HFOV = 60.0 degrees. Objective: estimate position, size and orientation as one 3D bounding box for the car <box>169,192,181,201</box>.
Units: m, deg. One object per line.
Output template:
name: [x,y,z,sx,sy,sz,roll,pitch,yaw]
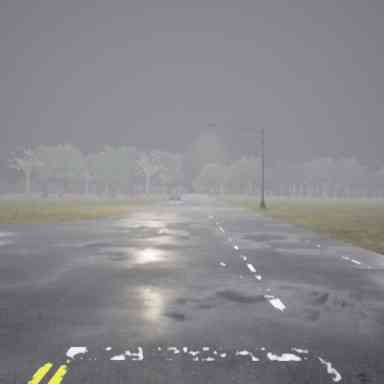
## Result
car: [-3.648,0.960,71.617,2.150,2.045,5.566,0,0,1]
